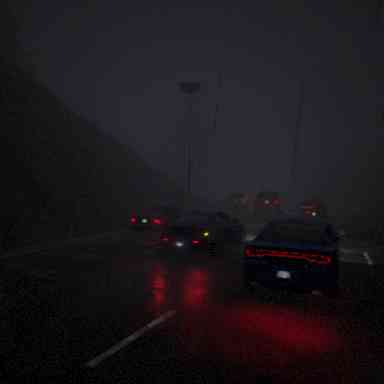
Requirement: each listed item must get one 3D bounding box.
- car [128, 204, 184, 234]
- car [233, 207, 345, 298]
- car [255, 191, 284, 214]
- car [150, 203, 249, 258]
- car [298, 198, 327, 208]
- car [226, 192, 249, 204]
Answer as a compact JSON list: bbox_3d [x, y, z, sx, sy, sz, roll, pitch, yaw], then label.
[{"bbox_3d":[-1.135,1.302,16.948,2.033,1.411,5.357,1,1,22],"label":"car"},{"bbox_3d":[2.785,1.387,8.529,1.882,1.535,5.008,1,1,25],"label":"car"},{"bbox_3d":[6.880,0.892,29.594,2.150,2.045,5.566,1,1,17],"label":"car"},{"bbox_3d":[0.570,1.363,12.143,1.812,1.442,4.674,1,1,24],"label":"car"},{"bbox_3d":[9.320,1.253,25.707,1.837,1.490,4.892,1,1,17],"label":"car"},{"bbox_3d":[4.984,0.917,35.934,2.097,1.767,4.553,1,1,15],"label":"car"}]
